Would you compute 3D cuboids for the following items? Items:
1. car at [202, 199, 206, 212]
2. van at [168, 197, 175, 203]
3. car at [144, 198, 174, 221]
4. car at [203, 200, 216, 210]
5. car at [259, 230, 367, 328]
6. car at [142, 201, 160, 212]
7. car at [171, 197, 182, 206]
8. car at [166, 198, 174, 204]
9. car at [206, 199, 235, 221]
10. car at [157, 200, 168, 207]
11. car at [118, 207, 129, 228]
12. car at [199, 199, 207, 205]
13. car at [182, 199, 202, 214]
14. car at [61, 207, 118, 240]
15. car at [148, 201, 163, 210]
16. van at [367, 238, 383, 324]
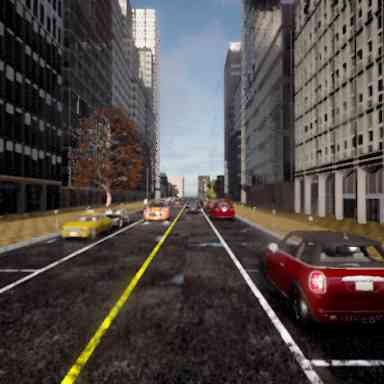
[{"bbox_3d":[2.700,1.724,41.303,2.192,1.841,5.009,0,-1,0],"label":"car"},{"bbox_3d":[-5.674,2.215,92.544,1.690,1.788,3.998,0,-1,0],"label":"van"},{"bbox_3d":[-3.093,1.656,30.391,2.097,1.767,4.553,0,-1,0],"label":"car"},{"bbox_3d":[2.701,2.043,52.854,1.752,1.417,4.829,0,-1,0],"label":"car"},{"bbox_3d":[2.695,1.515,7.150,1.967,1.590,4.097,0,-1,0],"label":"car"},{"bbox_3d":[-5.681,2.014,47.005,2.008,1.369,4.403,0,-1,0],"label":"car"},{"bbox_3d":[-2.990,2.178,70.752,1.812,1.442,4.674,0,-1,0],"label":"car"},{"bbox_3d":[-5.675,2.369,86.849,1.887,1.381,4.507,0,-1,0],"label":"car"},{"bbox_3d":[2.699,1.615,29.919,2.192,1.841,5.009,0,-1,0],"label":"car"},{"bbox_3d":[-5.678,2.202,64.080,1.802,1.307,4.206,0,-1,0],"label":"car"},{"bbox_3d":[-5.684,1.795,24.237,2.008,1.369,4.403,0,-1,0],"label":"car"},{"bbox_3d":[2.704,2.339,81.143,1.947,1.339,4.313,0,-1,0],"label":"car"},{"bbox_3d":[0.110,1.906,42.002,2.128,1.511,4.902,0,-1,0],"label":"car"},{"bbox_3d":[-5.685,1.712,18.374,1.752,1.417,4.829,0,-1,0],"label":"car"},{"bbox_3d":[-5.680,2.082,52.698,1.947,1.339,4.313,0,-1,0],"label":"car"},{"bbox_3d":[2.694,1.358,1.460,1.690,1.788,3.998,0,-1,0],"label":"van"}]
